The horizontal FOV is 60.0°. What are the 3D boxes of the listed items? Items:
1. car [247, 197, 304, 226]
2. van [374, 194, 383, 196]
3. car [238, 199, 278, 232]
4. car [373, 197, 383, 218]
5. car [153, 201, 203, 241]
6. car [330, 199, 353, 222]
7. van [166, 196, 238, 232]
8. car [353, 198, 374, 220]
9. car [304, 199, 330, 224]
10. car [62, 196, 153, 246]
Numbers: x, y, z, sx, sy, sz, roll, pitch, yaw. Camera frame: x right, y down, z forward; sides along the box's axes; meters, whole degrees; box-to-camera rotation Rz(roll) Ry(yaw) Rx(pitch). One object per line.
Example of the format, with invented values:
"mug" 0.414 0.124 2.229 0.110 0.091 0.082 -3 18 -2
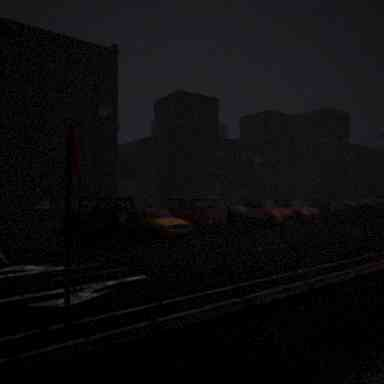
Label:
"car" 4.625 1.291 21.901 2.185 1.767 4.553 0 0 -36
"van" 20.516 1.163 33.070 1.878 1.987 4.442 0 0 -36
"car" 2.396 1.425 20.278 2.097 1.535 5.008 0 0 -36
"car" 13.621 1.395 28.281 2.231 1.521 4.892 0 0 -36
"car" -1.980 1.441 16.917 1.946 1.575 5.366 0 0 -36
"car" 9.148 1.277 25.056 2.185 1.767 4.553 0 0 -36
"van" 0.223 1.208 18.575 1.878 1.987 4.442 0 0 -36
"car" 11.377 1.399 26.678 2.231 1.521 4.892 0 0 -36
"car" 6.868 1.284 23.503 2.185 1.767 4.553 0 0 -36
"car" -4.349 1.202 15.487 2.435 2.045 5.566 0 0 -36
